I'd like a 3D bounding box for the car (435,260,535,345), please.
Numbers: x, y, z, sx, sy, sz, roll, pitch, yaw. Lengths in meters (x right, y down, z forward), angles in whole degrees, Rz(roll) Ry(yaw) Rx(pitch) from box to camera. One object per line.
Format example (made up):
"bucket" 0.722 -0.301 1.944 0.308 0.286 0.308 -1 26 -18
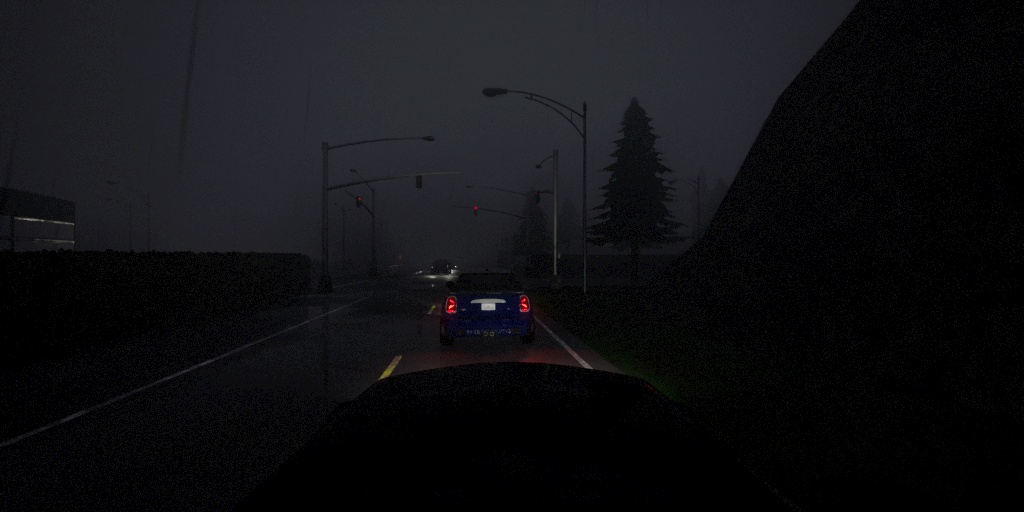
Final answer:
"car" -0.737 1.102 9.753 2.097 1.767 4.553 0 0 -6

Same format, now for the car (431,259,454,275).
"car" -7.725 1.102 39.019 2.097 1.767 4.553 0 0 -11
